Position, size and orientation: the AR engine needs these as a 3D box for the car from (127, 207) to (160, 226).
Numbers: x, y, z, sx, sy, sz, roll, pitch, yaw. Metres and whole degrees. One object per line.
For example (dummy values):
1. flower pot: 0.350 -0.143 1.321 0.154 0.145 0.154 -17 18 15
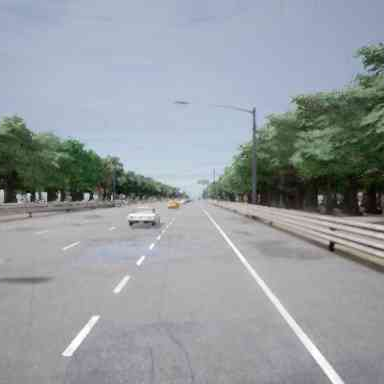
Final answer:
1. car: -3.445 1.786 24.771 1.895 1.301 4.718 0 -1 0

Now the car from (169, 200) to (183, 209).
1. car: -3.236 2.248 61.650 1.882 1.535 5.008 0 -1 0
